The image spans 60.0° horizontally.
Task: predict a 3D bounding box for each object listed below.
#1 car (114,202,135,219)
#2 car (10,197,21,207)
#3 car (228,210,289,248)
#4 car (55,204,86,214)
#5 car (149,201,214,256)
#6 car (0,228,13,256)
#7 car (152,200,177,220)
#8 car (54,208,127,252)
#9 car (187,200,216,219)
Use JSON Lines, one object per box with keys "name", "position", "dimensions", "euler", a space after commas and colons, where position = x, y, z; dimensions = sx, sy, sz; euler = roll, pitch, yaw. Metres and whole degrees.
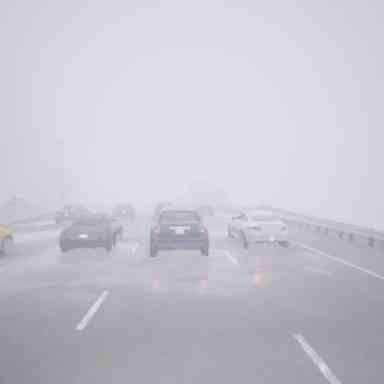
{"name": "car", "position": [-6.111, 1.622, 29.977], "dimensions": [1.994, 1.385, 4.181], "euler": [0, 0, -9]}
{"name": "car", "position": [-24.091, 1.466, 45.654], "dimensions": [2.097, 1.767, 4.553], "euler": [0, 0, -15]}
{"name": "car", "position": [2.837, 1.544, 14.831], "dimensions": [1.812, 1.442, 4.674], "euler": [0, 0, -5]}
{"name": "car", "position": [-8.902, 1.603, 25.149], "dimensions": [2.033, 1.411, 5.357], "euler": [0, 0, -8]}
{"name": "car", "position": [-0.571, 1.373, 13.428], "dimensions": [2.097, 1.767, 4.553], "euler": [0, 0, -4]}
{"name": "car", "position": [-7.353, 1.507, 10.130], "dimensions": [1.882, 1.535, 5.008], "euler": [0, 0, -3]}
{"name": "car", "position": [-2.525, 1.558, 29.722], "dimensions": [1.837, 1.490, 4.892], "euler": [0, 0, -9]}
{"name": "car", "position": [-4.136, 1.594, 14.203], "dimensions": [1.994, 1.385, 4.181], "euler": [0, 0, -5]}
{"name": "car", "position": [0.808, 1.573, 31.041], "dimensions": [1.812, 1.442, 4.674], "euler": [0, 0, -9]}
